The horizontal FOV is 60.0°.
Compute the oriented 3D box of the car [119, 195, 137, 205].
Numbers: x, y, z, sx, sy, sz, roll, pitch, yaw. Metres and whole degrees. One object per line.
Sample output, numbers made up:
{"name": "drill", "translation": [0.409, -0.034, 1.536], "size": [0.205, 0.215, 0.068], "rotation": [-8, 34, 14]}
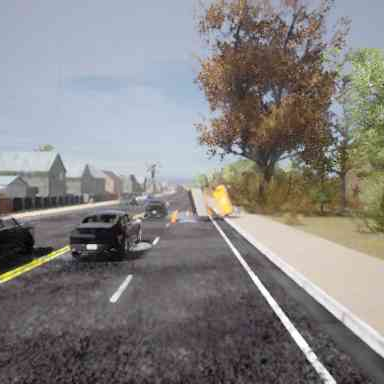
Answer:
{"name": "car", "translation": [-9.835, 1.227, 51.428], "size": [2.097, 1.767, 4.553], "rotation": [0, 0, 0]}

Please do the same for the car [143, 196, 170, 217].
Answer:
{"name": "car", "translation": [-3.156, 1.439, 30.320], "size": [1.837, 1.490, 4.892], "rotation": [0, 0, 0]}

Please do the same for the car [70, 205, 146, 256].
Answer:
{"name": "car", "translation": [-3.154, 1.478, 12.896], "size": [1.837, 1.490, 4.892], "rotation": [0, 0, 0]}

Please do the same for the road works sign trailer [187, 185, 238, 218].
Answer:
{"name": "road works sign trailer", "translation": [1.075, 0.880, 25.628], "size": [2.880, 2.380, 3.560], "rotation": [-28, -21, 36]}

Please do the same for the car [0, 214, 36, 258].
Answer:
{"name": "car", "translation": [-6.601, 1.471, 10.159], "size": [2.128, 1.511, 4.902], "rotation": [0, 0, 0]}

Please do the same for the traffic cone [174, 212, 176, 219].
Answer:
{"name": "traffic cone", "translation": [-1.387, 1.902, 24.789], "size": [0.340, 0.580, 0.340], "rotation": [0, 0, 0]}
